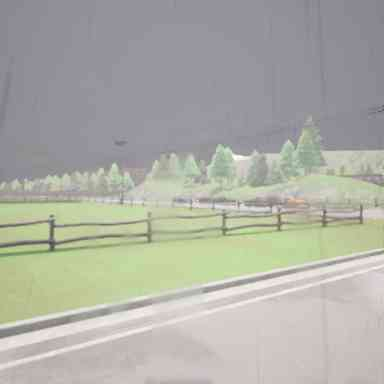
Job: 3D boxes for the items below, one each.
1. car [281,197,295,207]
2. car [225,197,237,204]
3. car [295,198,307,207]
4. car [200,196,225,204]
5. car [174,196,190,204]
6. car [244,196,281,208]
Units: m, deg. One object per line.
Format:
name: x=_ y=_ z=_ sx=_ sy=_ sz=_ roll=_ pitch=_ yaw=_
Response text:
car: x=13.162 y=1.429 z=52.009 sx=2.097 sy=1.767 sz=4.553 roll=0 pitch=0 yaw=-36
car: x=6.661 y=1.628 z=66.972 sx=2.033 sy=1.411 sz=5.357 roll=0 pitch=0 yaw=-36
car: x=16.150 y=1.561 z=53.861 sx=1.882 sy=1.535 sz=5.008 roll=0 pitch=0 yaw=-36
car: x=3.569 y=1.551 z=65.245 sx=1.882 sy=1.535 sz=5.008 roll=0 pitch=0 yaw=-36
car: x=-1.884 y=1.603 z=66.819 sx=1.812 sy=1.442 sz=4.674 roll=0 pitch=0 yaw=-36
car: x=10.211 y=1.618 z=50.097 sx=2.033 sy=1.411 sz=5.357 roll=0 pitch=0 yaw=-36
